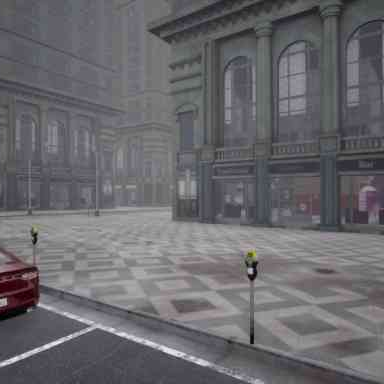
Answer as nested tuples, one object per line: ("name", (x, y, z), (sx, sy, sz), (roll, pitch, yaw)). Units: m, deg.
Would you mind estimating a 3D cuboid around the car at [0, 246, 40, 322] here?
("car", (-4.713, 1.546, 6.316), (4.507, 1.381, 1.887), (0, 0, 35))
